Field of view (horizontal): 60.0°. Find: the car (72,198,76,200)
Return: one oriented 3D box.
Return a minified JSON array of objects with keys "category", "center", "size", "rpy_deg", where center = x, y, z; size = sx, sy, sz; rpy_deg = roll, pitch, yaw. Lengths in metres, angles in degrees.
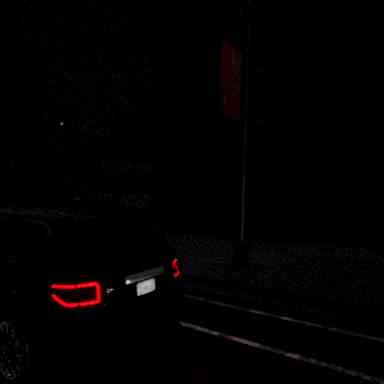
[{"category":"car","center":[-13.027,1.235,39.488],"size":[1.882,1.535,5.008],"rpy_deg":[3,1,36]}]

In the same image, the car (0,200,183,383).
[{"category":"car","center":[-2.724,1.226,5.519],"size":[5.566,2.045,2.150],"rpy_deg":[0,0,36]}]

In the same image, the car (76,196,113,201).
[{"category":"car","center":[-10.177,1.371,37.891],"size":[2.128,1.511,4.902],"rpy_deg":[3,1,36]}]
